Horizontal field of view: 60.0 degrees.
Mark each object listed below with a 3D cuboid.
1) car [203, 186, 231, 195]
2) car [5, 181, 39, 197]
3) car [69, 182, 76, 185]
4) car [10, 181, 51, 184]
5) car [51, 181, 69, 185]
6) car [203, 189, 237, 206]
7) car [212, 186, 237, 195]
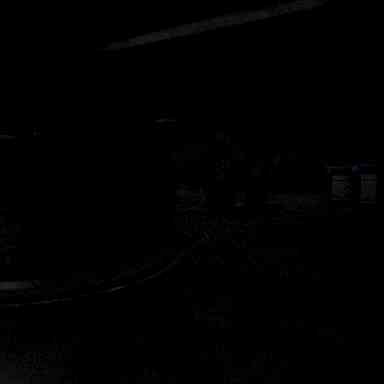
[{"bbox_3d":[4.875,-0.314,65.613,5.027,1.636,2.152,2,2,35],"label":"car"},{"bbox_3d":[-21.776,-0.468,42.440,4.605,1.855,1.932,2,2,35],"label":"car"},{"bbox_3d":[-25.450,-1.285,68.081,4.605,1.855,1.932,2,2,35],"label":"car"},{"bbox_3d":[-17.244,-0.181,35.223,3.866,1.878,1.905,2,2,35],"label":"car"},{"bbox_3d":[-26.788,-1.260,65.469,3.866,1.878,1.905,2,2,35],"label":"car"},{"bbox_3d":[2.920,0.734,34.435,1.812,1.442,4.674,2,2,36],"label":"car"},{"bbox_3d":[6.641,-0.341,68.206,4.514,1.523,2.007,2,2,35],"label":"car"}]
